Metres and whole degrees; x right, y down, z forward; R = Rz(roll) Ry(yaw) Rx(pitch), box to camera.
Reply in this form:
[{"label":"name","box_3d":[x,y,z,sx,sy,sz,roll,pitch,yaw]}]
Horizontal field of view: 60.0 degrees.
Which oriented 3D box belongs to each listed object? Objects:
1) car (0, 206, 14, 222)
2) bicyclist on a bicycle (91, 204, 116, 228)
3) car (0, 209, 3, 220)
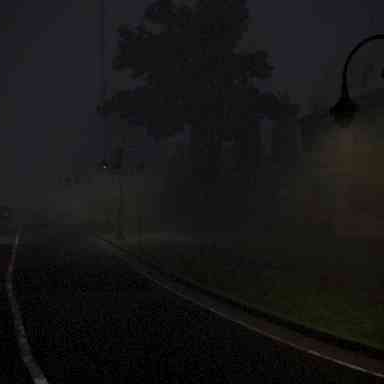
[{"label":"car","box_3d":[-17.056,1.932,29.631,2.033,1.411,5.357,1,-1,-26]},{"label":"bicyclist on a bicycle","box_3d":[-6.030,1.641,22.714,1.656,1.620,0.582,1,-1,-26]},{"label":"car","box_3d":[-8.869,1.644,13.211,1.882,1.535,5.008,1,-1,-27]}]
